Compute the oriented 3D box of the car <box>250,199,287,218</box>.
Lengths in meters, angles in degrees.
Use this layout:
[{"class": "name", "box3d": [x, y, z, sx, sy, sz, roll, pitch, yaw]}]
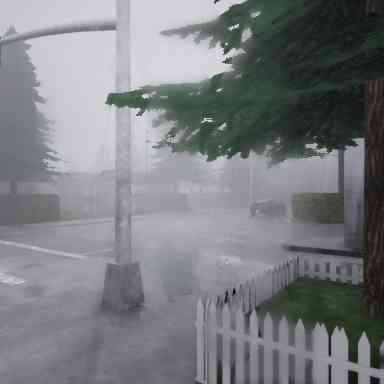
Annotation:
[{"class": "car", "box3d": [6.566, 1.355, 28.261, 1.837, 1.490, 4.892, 0, -2, 35]}]
